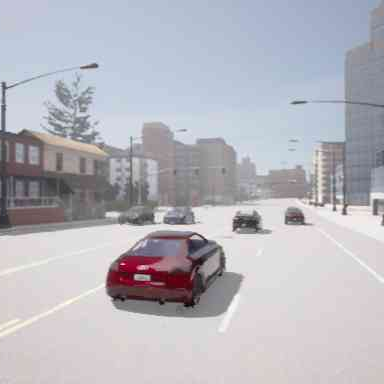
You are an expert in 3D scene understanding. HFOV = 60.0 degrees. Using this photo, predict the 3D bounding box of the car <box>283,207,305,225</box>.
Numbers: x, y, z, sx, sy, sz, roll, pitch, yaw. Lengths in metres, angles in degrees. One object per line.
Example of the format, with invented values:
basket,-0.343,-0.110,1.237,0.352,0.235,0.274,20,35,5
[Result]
car,10.006,2.371,32.554,2.128,1.511,4.902,0,-2,16

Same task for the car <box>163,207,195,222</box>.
car,-1.180,2.200,32.190,2.097,1.767,4.553,0,-2,16

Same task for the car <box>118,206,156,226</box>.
car,-5.108,2.155,31.183,2.097,1.767,4.553,0,-2,16

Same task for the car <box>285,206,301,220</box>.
car,12.600,2.608,41.766,1.837,1.490,4.892,0,-1,16

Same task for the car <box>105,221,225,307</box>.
car,-0.419,1.667,8.391,1.994,1.385,4.181,0,-1,16

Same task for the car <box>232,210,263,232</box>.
car,4.148,2.094,24.644,2.128,1.511,4.902,0,-2,16
